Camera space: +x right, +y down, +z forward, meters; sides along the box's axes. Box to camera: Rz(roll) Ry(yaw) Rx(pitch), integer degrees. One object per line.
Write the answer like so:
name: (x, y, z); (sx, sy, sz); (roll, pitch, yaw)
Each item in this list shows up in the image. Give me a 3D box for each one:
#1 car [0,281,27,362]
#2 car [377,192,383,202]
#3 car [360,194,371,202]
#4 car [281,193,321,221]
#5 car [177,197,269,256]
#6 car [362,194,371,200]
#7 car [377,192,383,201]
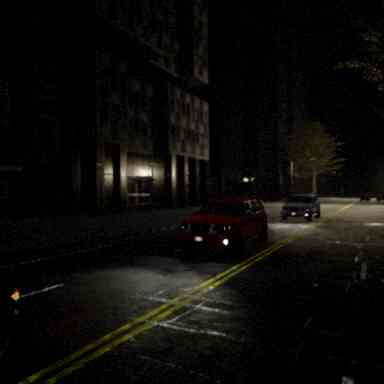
car: (-4.064, 1.607, 3.526); (1.994, 1.385, 4.181); (-1, 0, 29)
car: (39.462, 1.314, 68.759); (1.837, 1.490, 4.892); (-1, 0, 29)
car: (36.415, 1.339, 69.964); (1.837, 1.490, 4.892); (-1, 0, 29)
car: (8.992, 1.190, 27.072); (2.150, 2.045, 5.566); (0, 1, 32)
car: (1.529, 1.239, 13.673); (2.150, 2.045, 5.566); (-1, 0, 28)
car: (41.448, 1.206, 79.089); (1.837, 1.490, 4.892); (-1, 0, 29)
car: (44.506, 0.938, 77.910); (2.150, 2.045, 5.566); (-1, 0, 29)
